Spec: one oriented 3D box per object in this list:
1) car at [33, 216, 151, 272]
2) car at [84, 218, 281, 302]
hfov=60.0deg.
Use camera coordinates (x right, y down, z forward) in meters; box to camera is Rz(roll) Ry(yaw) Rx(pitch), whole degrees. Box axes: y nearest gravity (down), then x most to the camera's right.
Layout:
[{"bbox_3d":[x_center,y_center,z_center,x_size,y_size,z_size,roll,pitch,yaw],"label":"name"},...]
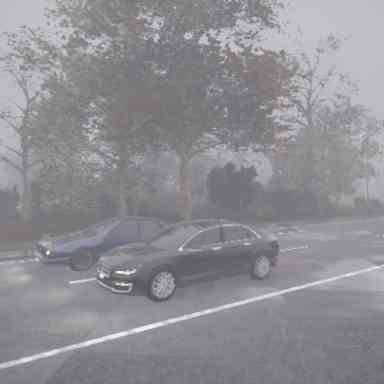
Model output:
[{"bbox_3d":[-2.197,1.527,10.972,5.357,1.411,2.033,0,0,-35],"label":"car"},{"bbox_3d":[0.115,1.486,8.304,4.892,1.490,1.837,0,0,-35],"label":"car"}]
